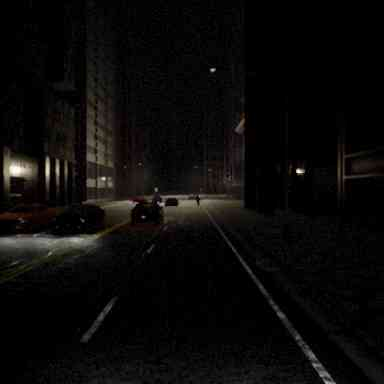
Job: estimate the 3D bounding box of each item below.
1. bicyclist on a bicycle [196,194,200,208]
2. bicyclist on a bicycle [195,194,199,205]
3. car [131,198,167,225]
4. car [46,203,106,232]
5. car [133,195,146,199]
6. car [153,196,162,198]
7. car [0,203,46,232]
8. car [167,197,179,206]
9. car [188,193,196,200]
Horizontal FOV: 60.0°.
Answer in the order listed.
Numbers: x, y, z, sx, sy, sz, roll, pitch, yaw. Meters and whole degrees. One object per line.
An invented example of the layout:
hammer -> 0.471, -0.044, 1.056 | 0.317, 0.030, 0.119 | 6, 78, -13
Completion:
bicyclist on a bicycle -> 0.898, 1.389, 46.301 | 0.582, 1.620, 1.656 | 0, 0, 0
bicyclist on a bicycle -> 0.899, 1.274, 55.487 | 0.659, 1.776, 1.843 | 0, 1, 0
car -> -3.146, 1.453, 24.016 | 1.882, 1.535, 5.008 | 0, 0, 0
car -> -6.596, 1.459, 20.021 | 1.882, 1.535, 5.008 | 0, 0, 0
car -> -9.763, 1.349, 61.820 | 1.882, 1.535, 5.008 | 0, 0, 0
car -> -6.516, 1.401, 61.846 | 1.812, 1.442, 4.674 | 0, 0, 1
car -> -9.846, 1.459, 20.012 | 1.882, 1.535, 5.008 | 0, 0, 0
car -> -3.144, 1.481, 52.037 | 1.994, 1.385, 4.181 | 0, 0, 0
car -> 0.009, 1.291, 81.396 | 2.033, 1.411, 5.357 | 0, 0, 0
